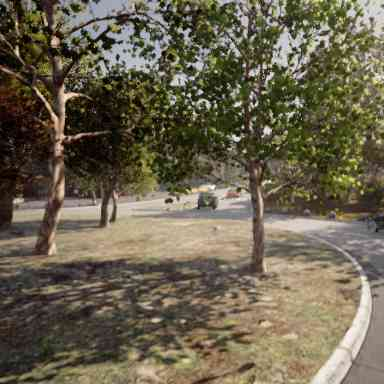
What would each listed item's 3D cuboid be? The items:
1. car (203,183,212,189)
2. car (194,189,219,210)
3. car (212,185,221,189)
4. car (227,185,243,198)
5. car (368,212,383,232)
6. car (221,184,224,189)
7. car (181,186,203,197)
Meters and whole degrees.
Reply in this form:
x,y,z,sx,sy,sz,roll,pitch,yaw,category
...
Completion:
x,y,z,sx,sy,sz,roll,pitch,yaw,category
2.214,-0.589,77.936,1.946,1.575,5.366,0,3,23,car
2.124,1.054,41.863,2.150,2.045,5.566,0,2,11,car
4.494,-1.186,83.251,2.435,2.045,5.566,0,3,23,car
7.840,0.159,60.839,2.097,1.767,4.553,0,4,22,car
10.890,1.484,16.886,2.128,1.511,4.902,0,0,-1,car
8.836,-1.571,93.405,2.163,1.488,4.792,0,3,23,car
0.043,-0.256,72.866,1.946,1.575,5.366,0,3,23,car
